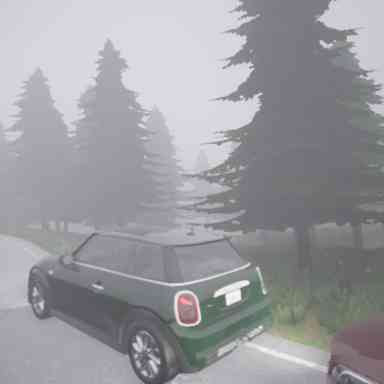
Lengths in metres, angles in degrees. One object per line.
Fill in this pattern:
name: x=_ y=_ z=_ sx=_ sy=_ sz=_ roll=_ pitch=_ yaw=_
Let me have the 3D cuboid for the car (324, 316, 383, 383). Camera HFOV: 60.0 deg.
car: x=3.365 y=1.530 z=2.155 sx=4.674 sy=1.442 sz=1.812 roll=0 pitch=0 yaw=35

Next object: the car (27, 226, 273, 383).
car: x=-1.024 y=1.369 z=5.708 sx=4.553 sy=1.767 sz=2.097 roll=0 pitch=0 yaw=43
